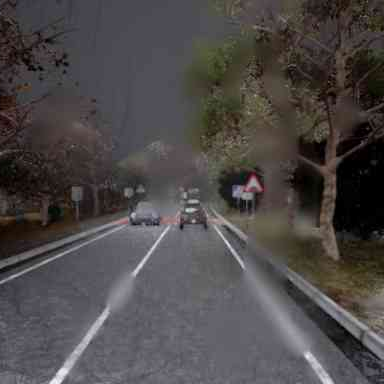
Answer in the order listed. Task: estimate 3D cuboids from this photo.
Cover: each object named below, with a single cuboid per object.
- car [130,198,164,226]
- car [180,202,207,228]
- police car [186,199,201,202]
[{"bbox_3d":[-3.332,1.435,25.179,2.097,1.767,4.553,0,6,0],"label":"car"},{"bbox_3d":[0.104,1.713,23.685,1.812,1.442,4.674,0,0,0],"label":"car"},{"bbox_3d":[0.195,1.649,42.115,1.930,1.638,5.238,0,0,1],"label":"police car"}]
